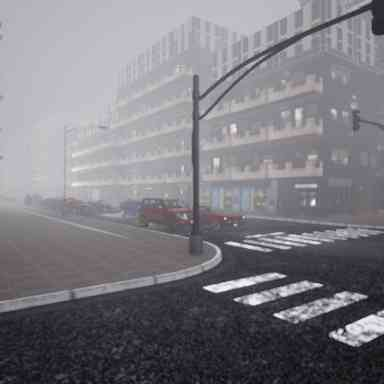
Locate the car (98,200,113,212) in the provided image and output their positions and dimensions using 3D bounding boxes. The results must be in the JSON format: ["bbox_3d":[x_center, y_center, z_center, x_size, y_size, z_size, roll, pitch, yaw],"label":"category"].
[{"bbox_3d":[-10.386,1.496,36.510,1.895,1.301,4.718,0,0,-36],"label":"car"}]

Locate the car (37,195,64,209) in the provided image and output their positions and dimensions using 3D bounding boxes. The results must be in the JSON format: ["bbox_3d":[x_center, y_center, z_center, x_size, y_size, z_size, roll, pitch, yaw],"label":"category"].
[{"bbox_3d":[-18.076,1.437,42.694,1.947,1.339,4.313,0,0,-36],"label":"car"}]

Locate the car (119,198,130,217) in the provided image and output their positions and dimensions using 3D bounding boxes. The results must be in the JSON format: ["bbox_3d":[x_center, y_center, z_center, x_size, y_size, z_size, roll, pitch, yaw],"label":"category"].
[{"bbox_3d":[-4.453,1.400,28.315,1.882,1.535,5.008,0,0,-36],"label":"car"}]

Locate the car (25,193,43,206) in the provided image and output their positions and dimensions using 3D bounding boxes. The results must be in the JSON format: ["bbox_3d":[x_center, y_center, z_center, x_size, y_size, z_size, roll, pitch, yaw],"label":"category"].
[{"bbox_3d":[-24.725,1.162,51.864,2.192,1.841,5.009,0,0,-36],"label":"car"}]

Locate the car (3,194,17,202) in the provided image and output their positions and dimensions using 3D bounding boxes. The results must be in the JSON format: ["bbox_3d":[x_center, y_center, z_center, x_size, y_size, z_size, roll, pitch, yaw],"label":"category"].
[{"bbox_3d":[-38.028,1.412,70.207,1.802,1.307,4.206,0,0,-36],"label":"car"}]

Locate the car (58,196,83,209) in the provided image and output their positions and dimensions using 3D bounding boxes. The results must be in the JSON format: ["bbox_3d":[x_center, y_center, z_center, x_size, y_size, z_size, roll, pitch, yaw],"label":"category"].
[{"bbox_3d":[-16.412,1.346,44.890,1.882,1.535,5.008,0,0,-36],"label":"car"}]

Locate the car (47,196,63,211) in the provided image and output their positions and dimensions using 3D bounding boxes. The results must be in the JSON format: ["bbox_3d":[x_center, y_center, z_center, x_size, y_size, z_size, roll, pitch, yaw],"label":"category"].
[{"bbox_3d":[-14.750,1.451,38.107,1.947,1.339,4.313,0,0,-36],"label":"car"}]

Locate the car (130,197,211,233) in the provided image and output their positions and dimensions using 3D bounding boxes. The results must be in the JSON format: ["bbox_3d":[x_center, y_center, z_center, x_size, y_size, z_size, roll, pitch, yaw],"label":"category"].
[{"bbox_3d":[-1.447,1.264,19.763,2.192,1.841,5.009,0,0,-36],"label":"car"}]

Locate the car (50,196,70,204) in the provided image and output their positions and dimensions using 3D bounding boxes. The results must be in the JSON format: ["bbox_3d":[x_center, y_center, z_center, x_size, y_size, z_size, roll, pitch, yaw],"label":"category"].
[{"bbox_3d":[-24.432,1.384,61.336,2.033,1.411,5.357,0,0,-37],"label":"car"}]

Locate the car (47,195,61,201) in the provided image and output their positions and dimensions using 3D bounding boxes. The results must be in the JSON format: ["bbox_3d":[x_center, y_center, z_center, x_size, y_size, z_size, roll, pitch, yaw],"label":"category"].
[{"bbox_3d":[-31.242,1.380,75.125,2.008,1.369,4.403,0,0,-36],"label":"car"}]

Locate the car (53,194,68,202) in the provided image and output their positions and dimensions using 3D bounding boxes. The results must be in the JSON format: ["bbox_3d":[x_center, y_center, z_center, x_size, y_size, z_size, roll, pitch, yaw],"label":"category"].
[{"bbox_3d":[-27.918,1.270,70.541,1.967,1.590,4.097,0,0,-36],"label":"car"}]

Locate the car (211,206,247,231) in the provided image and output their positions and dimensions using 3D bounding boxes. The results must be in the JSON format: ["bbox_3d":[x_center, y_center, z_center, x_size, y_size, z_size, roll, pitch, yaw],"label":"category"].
[{"bbox_3d":[1.147,1.552,20.617,1.895,1.301,4.718,0,0,-37],"label":"car"}]

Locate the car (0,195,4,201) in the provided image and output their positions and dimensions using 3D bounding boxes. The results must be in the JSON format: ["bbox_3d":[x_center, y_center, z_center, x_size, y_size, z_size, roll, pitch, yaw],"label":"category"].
[{"bbox_3d":[-41.353,1.270,74.791,1.967,1.590,4.097,0,0,-36],"label":"car"}]

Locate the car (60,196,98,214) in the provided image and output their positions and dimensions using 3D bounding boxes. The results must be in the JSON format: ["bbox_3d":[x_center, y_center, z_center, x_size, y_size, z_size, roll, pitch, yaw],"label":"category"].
[{"bbox_3d":[-11.424,1.445,33.520,1.887,1.381,4.507,0,0,-36],"label":"car"}]

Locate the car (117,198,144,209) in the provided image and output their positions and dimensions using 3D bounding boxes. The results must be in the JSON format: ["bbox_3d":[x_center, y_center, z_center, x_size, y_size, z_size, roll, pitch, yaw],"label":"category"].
[{"bbox_3d":[-7.966,1.466,43.027,1.802,1.307,4.206,0,0,-36],"label":"car"}]
